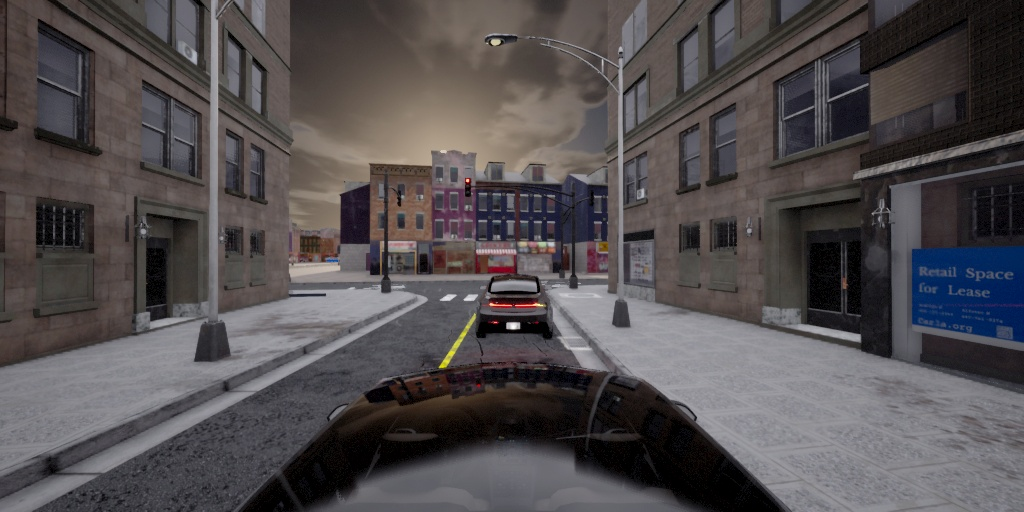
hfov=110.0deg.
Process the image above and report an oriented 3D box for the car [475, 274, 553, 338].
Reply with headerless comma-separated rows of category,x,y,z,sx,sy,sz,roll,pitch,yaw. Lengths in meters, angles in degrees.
car,0.097,1.255,10.137,1.837,1.490,4.892,0,0,2
